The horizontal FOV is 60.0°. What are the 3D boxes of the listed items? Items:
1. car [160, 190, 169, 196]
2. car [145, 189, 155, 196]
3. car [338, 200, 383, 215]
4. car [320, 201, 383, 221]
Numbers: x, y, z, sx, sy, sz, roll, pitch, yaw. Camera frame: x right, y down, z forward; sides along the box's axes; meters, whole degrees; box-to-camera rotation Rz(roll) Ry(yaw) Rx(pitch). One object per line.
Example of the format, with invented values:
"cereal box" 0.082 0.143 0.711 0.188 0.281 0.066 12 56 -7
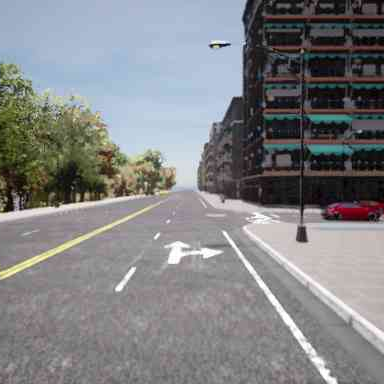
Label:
"car" -6.486 0.150 77.943 1.882 1.535 5.008 0 1 0
"car" -9.736 0.172 77.944 1.837 1.490 4.892 0 1 0
"car" 16.305 1.472 31.472 4.206 1.307 1.802 1 0 0
"car" 12.215 1.470 25.780 4.181 1.385 1.994 1 1 0
